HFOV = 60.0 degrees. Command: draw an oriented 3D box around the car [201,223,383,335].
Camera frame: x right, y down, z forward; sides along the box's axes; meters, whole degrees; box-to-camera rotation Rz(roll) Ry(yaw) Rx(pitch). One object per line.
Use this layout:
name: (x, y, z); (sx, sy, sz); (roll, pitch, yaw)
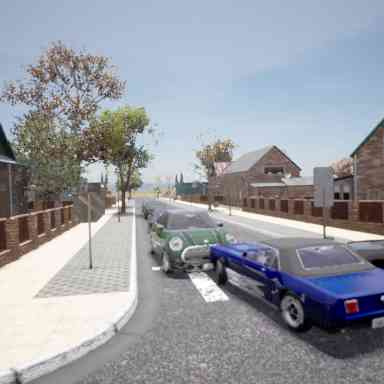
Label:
car: (1.983, 1.583, 6.892); (1.895, 1.301, 4.718); (-1, 1, -19)

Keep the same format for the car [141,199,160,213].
car: (-5.154, 1.649, 40.363); (2.033, 1.411, 5.357); (-2, 0, -10)

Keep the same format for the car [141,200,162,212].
car: (-3.387, 1.555, 30.029); (1.882, 1.535, 5.008); (-2, 0, -10)

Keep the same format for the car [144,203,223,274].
car: (-0.128, 1.390, 10.933); (2.097, 1.767, 4.553); (-2, 0, -15)

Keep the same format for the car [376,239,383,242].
car: (5.558, 1.435, 7.054); (5.357, 1.411, 2.033); (-1, 0, 41)

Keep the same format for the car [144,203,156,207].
car: (-1.692, 1.619, 20.258); (1.994, 1.385, 4.181); (-2, 0, -10)
